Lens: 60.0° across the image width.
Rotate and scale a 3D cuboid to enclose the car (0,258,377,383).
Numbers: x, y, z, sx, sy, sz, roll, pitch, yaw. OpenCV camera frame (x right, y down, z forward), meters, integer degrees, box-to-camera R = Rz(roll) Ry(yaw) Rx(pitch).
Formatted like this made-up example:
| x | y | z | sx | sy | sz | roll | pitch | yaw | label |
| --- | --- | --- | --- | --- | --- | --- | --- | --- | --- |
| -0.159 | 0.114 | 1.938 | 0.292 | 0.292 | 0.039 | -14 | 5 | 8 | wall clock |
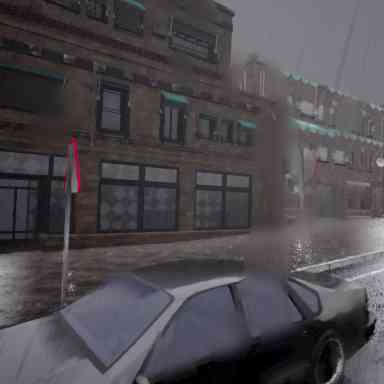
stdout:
| x | y | z | sx | sy | sz | roll | pitch | yaw | label |
| --- | --- | --- | --- | --- | --- | --- | --- | --- | --- |
| -0.061 | 1.545 | 3.646 | 5.357 | 1.411 | 2.033 | 0 | 0 | -36 | car |
